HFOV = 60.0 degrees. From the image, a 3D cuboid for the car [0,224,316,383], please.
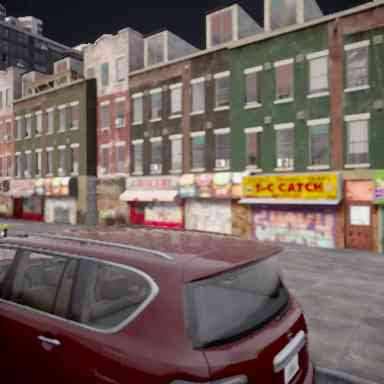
[{"bbox_3d":[-1.252,1.304,3.714,5.009,1.841,2.192,0,0,36],"label":"car"}]
